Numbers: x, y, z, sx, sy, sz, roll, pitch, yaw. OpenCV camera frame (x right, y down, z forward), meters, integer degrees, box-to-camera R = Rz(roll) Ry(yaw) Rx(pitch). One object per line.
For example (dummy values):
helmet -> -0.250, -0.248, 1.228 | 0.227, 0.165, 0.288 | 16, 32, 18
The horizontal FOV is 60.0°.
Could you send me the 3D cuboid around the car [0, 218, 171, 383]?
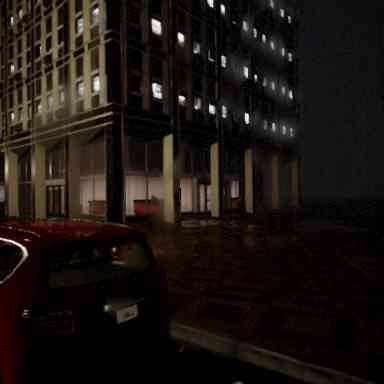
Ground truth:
car -> -2.555, 1.307, 4.811 | 5.009, 1.841, 2.192 | 0, -1, 37
